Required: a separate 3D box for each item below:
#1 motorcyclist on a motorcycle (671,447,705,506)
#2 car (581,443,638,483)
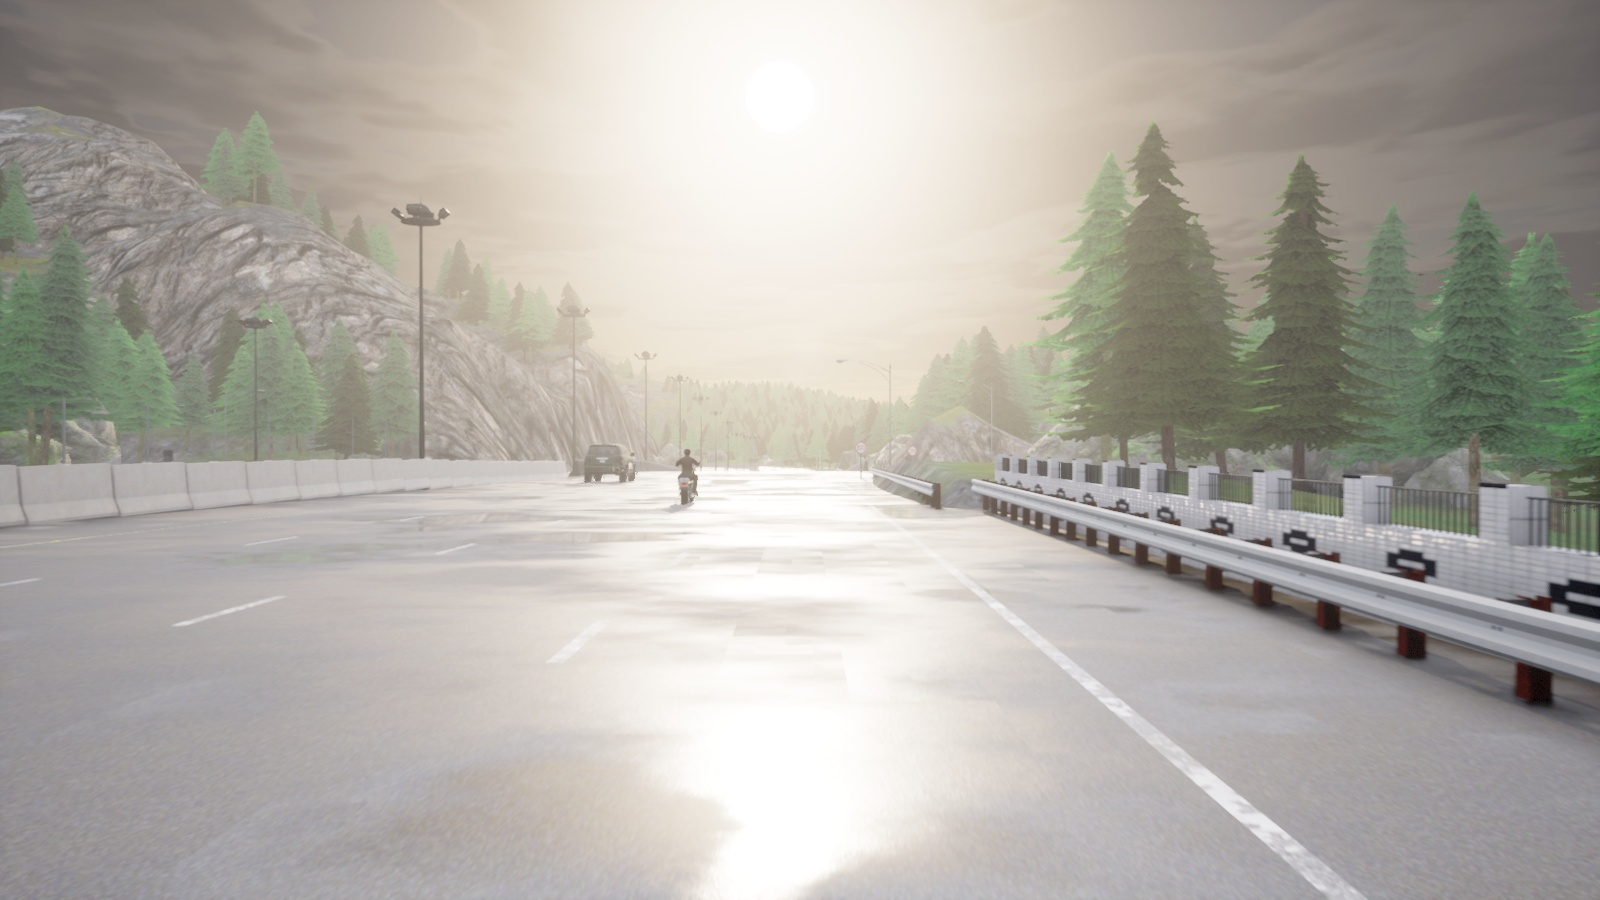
[{"bbox_3d":[-3.276,0.762,36.814,0.766,1.649,2.350,0,0,0],"label":"motorcyclist on a motorcycle"},{"bbox_3d":[-10.137,0.668,67.191,2.150,2.045,5.566,0,0,0],"label":"car"}]
